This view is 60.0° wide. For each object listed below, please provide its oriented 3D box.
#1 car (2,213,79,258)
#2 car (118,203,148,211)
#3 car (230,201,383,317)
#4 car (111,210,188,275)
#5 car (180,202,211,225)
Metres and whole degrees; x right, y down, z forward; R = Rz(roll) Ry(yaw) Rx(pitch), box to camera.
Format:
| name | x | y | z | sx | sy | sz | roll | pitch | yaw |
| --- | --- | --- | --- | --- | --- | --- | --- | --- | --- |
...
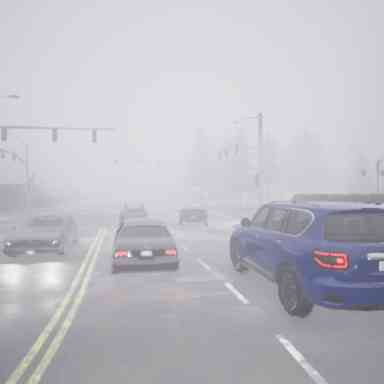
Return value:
| name | x | y | z | sx | sy | sz | roll | pitch | yaw |
| --- | --- | --- | --- | --- | --- | --- | --- | --- | --- |
| car | -5.701 | 1.556 | 13.279 | 2.033 | 1.411 | 5.357 | 0 | 0 | -11 |
| car | -4.090 | 1.490 | 23.217 | 2.128 | 1.511 | 4.902 | 0 | 0 | -12 |
| car | 2.543 | 1.210 | 7.681 | 2.150 | 2.045 | 5.566 | 0 | 0 | -9 |
| car | -1.548 | 1.546 | 10.575 | 2.033 | 1.411 | 5.357 | 0 | 0 | -10 |
| car | 0.281 | 1.463 | 23.902 | 1.882 | 1.535 | 5.008 | -1 | 0 | 5 |
